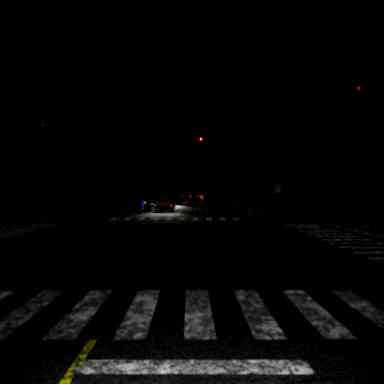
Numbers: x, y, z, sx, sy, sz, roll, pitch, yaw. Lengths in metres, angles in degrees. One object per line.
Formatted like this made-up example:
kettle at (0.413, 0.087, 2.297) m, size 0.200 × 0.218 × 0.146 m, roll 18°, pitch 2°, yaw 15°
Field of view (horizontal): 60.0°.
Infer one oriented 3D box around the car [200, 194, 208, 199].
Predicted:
car at (3.293, 1.176, 90.714) m, size 1.947 × 1.339 × 4.313 m, roll 0°, pitch 0°, yaw 0°

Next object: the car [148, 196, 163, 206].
car at (-5.510, 1.370, 51.085) m, size 1.802 × 1.307 × 4.206 m, roll 0°, pitch 0°, yaw 0°

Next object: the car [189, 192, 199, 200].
car at (0.512, 0.873, 74.405) m, size 2.097 × 1.767 × 4.553 m, roll 0°, pitch 0°, yaw 0°

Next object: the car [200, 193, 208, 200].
car at (2.902, 1.116, 80.208) m, size 1.801 × 1.575 × 5.366 m, roll 0°, pitch 0°, yaw 0°

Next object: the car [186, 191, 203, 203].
car at (0.440, 0.954, 64.046) m, size 2.150 × 2.045 × 5.566 m, roll 0°, pitch 0°, yaw 0°

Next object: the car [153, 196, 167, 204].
car at (-5.470, 1.330, 56.753) m, size 1.947 × 1.339 × 4.313 m, roll 0°, pitch 0°, yaw 0°

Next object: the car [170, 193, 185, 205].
car at (-2.720, 1.275, 52.360) m, size 2.128 × 1.511 × 4.902 m, roll 0°, pitch 0°, yaw 1°

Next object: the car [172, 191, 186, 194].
car at (-2.529, 0.873, 68.654) m, size 2.097 × 1.767 × 4.553 m, roll 0°, pitch 0°, yaw 0°

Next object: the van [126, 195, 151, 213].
van at (-5.629, 1.200, 34.079) m, size 1.690 × 1.788 × 3.998 m, roll 0°, pitch 0°, yaw 0°

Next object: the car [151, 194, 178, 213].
car at (-2.856, 1.329, 35.697) m, size 1.882 × 1.535 × 5.008 m, roll 0°, pitch 0°, yaw 0°

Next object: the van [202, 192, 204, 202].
van at (3.055, 1.105, 56.698) m, size 1.690 × 1.788 × 3.998 m, roll 0°, pitch 0°, yaw 0°

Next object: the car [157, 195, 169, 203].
car at (-5.432, 1.265, 62.251) m, size 1.752 × 1.417 × 4.829 m, roll 0°, pitch 0°, yaw 0°

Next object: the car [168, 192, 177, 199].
car at (-5.233, 0.925, 90.761) m, size 2.192 × 1.841 × 5.009 m, roll 0°, pitch 0°, yaw 0°

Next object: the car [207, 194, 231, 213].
car at (2.897, 1.299, 34.023) m, size 1.967 × 1.590 × 4.097 m, roll 0°, pitch 0°, yaw 0°

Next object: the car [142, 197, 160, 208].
car at (-5.549, 1.378, 45.417) m, size 1.947 × 1.339 × 4.313 m, roll 0°, pitch 0°, yaw 0°

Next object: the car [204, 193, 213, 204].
car at (2.976, 1.252, 45.360) m, size 1.967 × 1.590 × 4.097 m, roll 0°, pitch 0°, yaw 0°

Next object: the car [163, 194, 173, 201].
car at (-5.351, 1.233, 73.757) m, size 1.887 × 1.381 × 4.507 m, roll 0°, pitch 0°, yaw 0°

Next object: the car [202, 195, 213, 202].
car at (3.135, 1.265, 68.037) m, size 2.008 × 1.369 × 4.403 m, roll 0°, pitch 0°, yaw 0°
